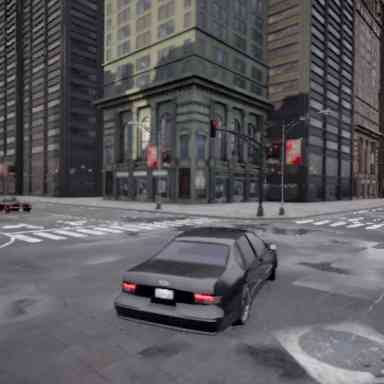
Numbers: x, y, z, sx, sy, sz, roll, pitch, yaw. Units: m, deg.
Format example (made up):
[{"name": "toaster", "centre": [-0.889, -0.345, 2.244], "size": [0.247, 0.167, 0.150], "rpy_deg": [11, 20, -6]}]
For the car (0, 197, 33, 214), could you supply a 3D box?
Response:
[{"name": "car", "centre": [-15.154, 1.078, 27.798], "size": [4.718, 1.301, 1.895], "rpy_deg": [1, 1, 42]}]

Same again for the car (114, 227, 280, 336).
[{"name": "car", "centre": [0.579, 1.458, 6.999], "size": [2.033, 1.411, 5.357], "rpy_deg": [1, 1, 23]}]
